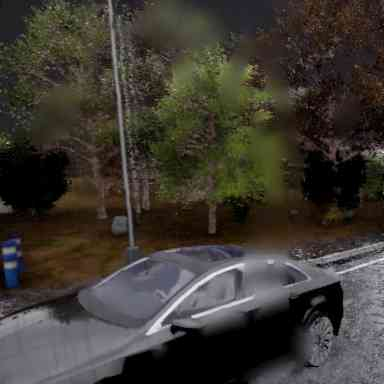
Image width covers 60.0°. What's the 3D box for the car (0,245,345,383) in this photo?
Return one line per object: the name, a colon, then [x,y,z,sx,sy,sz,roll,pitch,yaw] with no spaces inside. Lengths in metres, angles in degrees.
car: [-0.028,1.502,4.127,4.902,1.511,2.128,0,0,-37]
